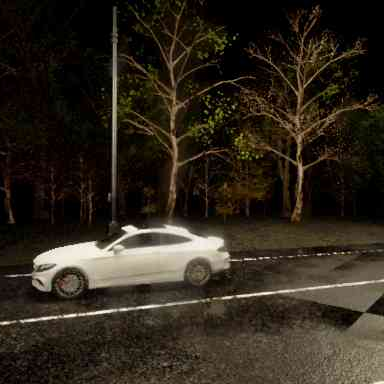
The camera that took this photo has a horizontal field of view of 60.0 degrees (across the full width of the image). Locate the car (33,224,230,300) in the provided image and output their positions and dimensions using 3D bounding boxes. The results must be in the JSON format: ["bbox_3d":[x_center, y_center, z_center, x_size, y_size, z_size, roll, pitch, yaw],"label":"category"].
[{"bbox_3d":[-1.340,1.547,8.202,4.674,1.442,1.812,0,0,-19],"label":"car"}]
